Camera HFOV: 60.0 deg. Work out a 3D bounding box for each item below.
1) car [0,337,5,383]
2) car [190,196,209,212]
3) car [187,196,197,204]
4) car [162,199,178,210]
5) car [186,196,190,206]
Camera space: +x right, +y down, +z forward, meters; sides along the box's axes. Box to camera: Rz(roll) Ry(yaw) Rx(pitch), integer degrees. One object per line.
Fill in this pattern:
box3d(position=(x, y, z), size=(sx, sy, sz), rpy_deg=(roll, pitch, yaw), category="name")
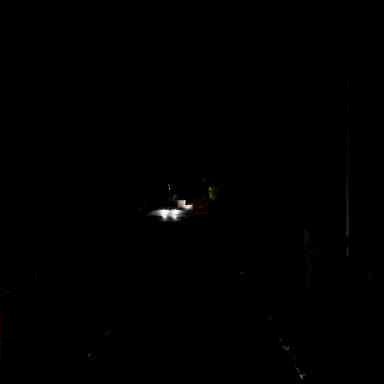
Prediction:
box3d(position=(-2.851, 1.352, 1.290), size=(2.097, 1.767, 4.553), rpy_deg=(0, 0, 0), category="car")
box3d(position=(0.962, 1.499, 39.356), size=(1.882, 1.535, 5.008), rpy_deg=(0, 0, 0), category="car")
box3d(position=(-0.001, 1.517, 67.945), size=(2.128, 1.511, 4.902), rpy_deg=(0, 0, 0), category="car")
box3d(position=(-2.838, 1.624, 44.073), size=(1.895, 1.301, 4.718), rpy_deg=(0, 0, 0), category="car")
box3d(position=(0.000, 1.384, 56.896), size=(2.097, 1.767, 4.553), rpy_deg=(0, 0, 0), category="car")
